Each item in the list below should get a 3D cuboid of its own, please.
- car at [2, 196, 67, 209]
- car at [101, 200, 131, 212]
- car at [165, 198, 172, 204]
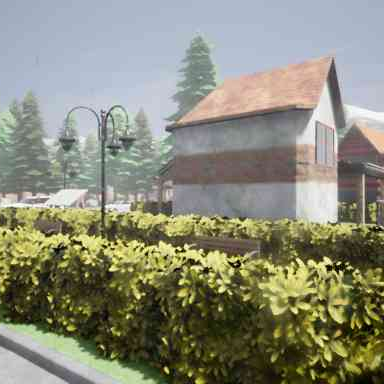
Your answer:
[{"bbox_3d":[-13.702,1.377,29.114,2.150,2.045,5.566,0,0,36],"label":"car"},{"bbox_3d":[-7.965,1.681,37.054,1.812,1.442,4.674,0,0,37],"label":"car"},{"bbox_3d":[-1.413,1.375,45.543,2.150,2.045,5.566,0,0,40],"label":"car"}]
